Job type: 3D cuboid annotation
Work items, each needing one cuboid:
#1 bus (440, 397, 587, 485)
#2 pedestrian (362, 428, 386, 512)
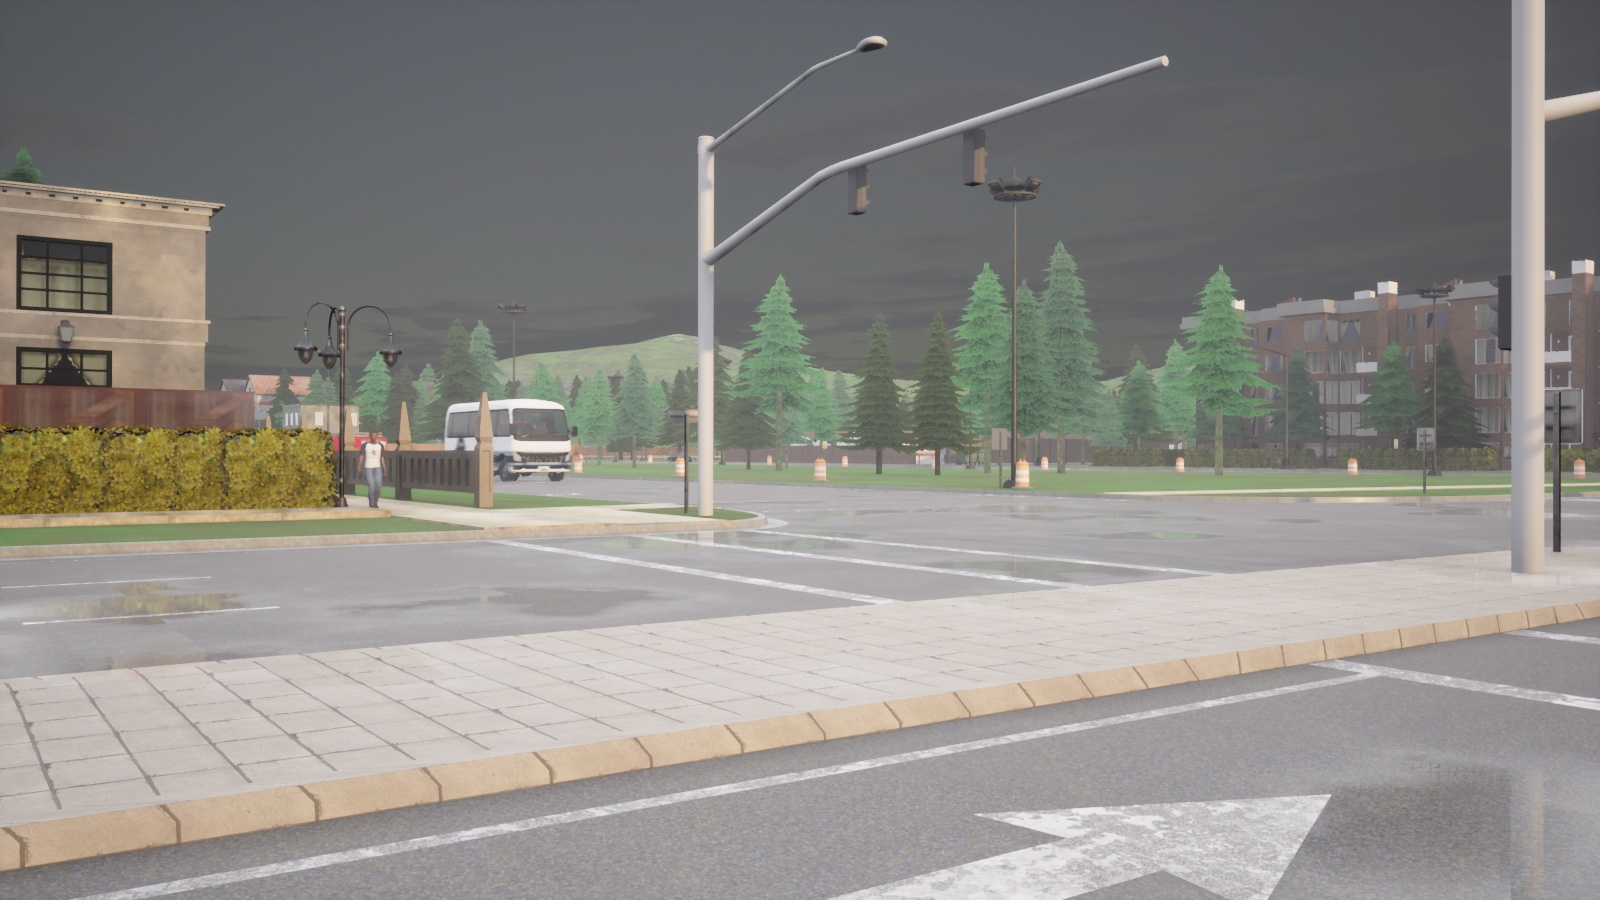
[{"bbox_3d":[-15.267,-0.438,66.130,3.944,4.253,10.273,0,0,-35],"label":"bus"},{"bbox_3d":[-9.524,0.442,28.062,0.354,1.836,0.706,0,0,-33],"label":"pedestrian"}]
